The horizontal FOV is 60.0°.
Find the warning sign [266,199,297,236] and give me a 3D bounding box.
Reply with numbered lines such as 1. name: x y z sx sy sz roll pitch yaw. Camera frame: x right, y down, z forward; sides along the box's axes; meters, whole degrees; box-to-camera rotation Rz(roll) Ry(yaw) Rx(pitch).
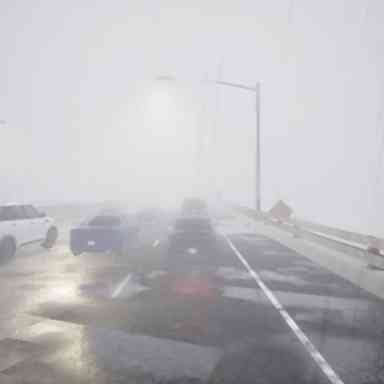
1. warning sign: 4.599 1.300 17.235 1.300 1.860 1.060 -1 -2 0

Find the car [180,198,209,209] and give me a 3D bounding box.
1. car: 0.192 1.521 27.119 2.150 2.045 5.566 0 0 1

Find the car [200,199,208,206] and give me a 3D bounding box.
1. car: 2.855 2.414 76.758 1.812 1.442 4.674 0 -1 2

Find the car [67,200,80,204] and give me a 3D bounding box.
1. car: -23.323 2.319 65.978 1.994 1.385 4.181 0 -1 2

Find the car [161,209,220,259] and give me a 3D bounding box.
1. car: 0.053 1.648 13.129 1.837 1.490 4.892 0 0 1

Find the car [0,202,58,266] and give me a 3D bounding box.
1. car: -6.963 1.357 12.256 2.150 2.045 5.566 0 0 1

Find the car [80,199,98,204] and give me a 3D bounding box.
1. car: -19.827 2.263 65.838 1.837 1.490 4.892 0 -1 2

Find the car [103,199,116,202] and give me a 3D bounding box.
1. car: -16.327 2.117 65.835 2.097 1.767 4.553 0 -1 2

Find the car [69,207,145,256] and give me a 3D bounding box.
1. car: -3.435 1.627 13.909 1.882 1.535 5.008 0 0 1

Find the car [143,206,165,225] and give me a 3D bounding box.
1. car: -3.310 1.844 27.126 2.033 1.411 5.357 0 -1 1
